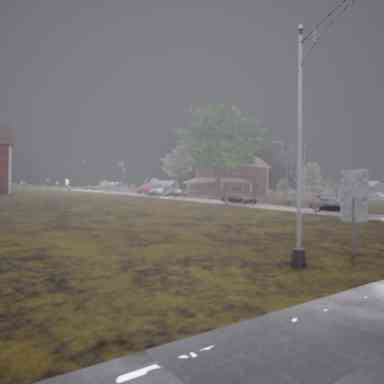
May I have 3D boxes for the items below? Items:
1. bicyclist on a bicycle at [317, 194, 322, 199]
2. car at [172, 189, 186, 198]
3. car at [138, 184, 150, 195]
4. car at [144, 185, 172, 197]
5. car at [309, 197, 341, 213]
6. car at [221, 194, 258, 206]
[{"bbox_3d":[14.478,1.069,37.697,1.656,1.620,0.582,1,1,-36],"label":"bicyclist on a bicycle"},{"bbox_3d":[-2.785,0.181,56.538,1.812,1.442,4.674,1,1,-35],"label":"car"},{"bbox_3d":[-8.465,-0.450,64.392,2.150,2.045,5.566,1,1,-36],"label":"car"},{"bbox_3d":[-5.726,0.106,55.786,1.812,1.442,4.674,1,1,-35],"label":"car"},{"bbox_3d":[12.867,1.228,29.660,2.128,1.511,4.902,1,2,-36],"label":"car"},{"bbox_3d":[5.660,0.880,39.736,1.895,1.301,4.718,1,2,-36],"label":"car"}]
